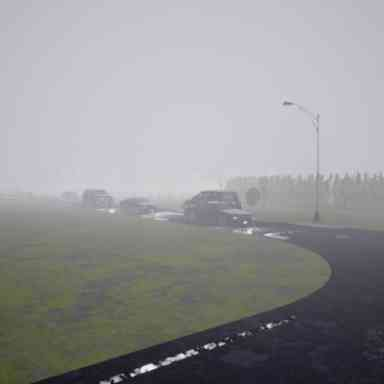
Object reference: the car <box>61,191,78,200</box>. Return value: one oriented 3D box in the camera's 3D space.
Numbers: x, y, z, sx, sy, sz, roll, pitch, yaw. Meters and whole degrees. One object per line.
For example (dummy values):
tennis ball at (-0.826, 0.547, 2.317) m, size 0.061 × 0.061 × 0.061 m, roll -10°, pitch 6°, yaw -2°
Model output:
car at (-21.582, 0.572, 58.414) m, size 1.882 × 1.535 × 5.008 m, roll -1°, pitch 1°, yaw -36°

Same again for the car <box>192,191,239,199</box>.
car at (1.480, 0.918, 26.538) m, size 2.150 × 2.045 × 5.566 m, roll -1°, pitch 1°, yaw -36°

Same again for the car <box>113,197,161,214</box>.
car at (-4.902, 1.176, 30.274) m, size 2.033 × 1.411 × 5.357 m, roll -1°, pitch 1°, yaw -36°

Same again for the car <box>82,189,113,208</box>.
car at (-11.087, 0.689, 38.858) m, size 2.150 × 2.045 × 5.566 m, roll -1°, pitch 1°, yaw -36°

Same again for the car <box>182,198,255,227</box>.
car at (1.530, 1.339, 21.366) m, size 2.033 × 1.411 × 5.357 m, roll -1°, pitch 1°, yaw -36°
